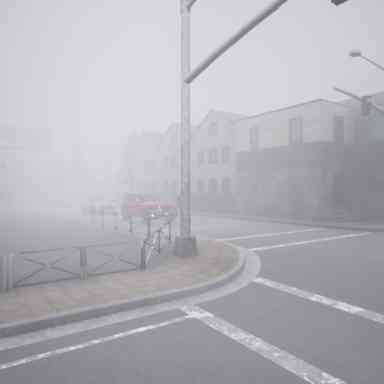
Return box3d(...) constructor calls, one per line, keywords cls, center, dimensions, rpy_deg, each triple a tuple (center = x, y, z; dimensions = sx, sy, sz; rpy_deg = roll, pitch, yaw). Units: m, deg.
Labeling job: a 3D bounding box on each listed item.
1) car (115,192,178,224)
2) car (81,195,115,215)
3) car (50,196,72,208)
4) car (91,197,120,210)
box3d(cls="car", center=(-3.202, 1.045, 23.663), dimensions=(2.150, 2.045, 5.566), rpy_deg=(0, 0, -35))
box3d(cls="car", center=(-8.946, 1.176, 31.801), dimensions=(2.097, 1.767, 4.553), rpy_deg=(0, 0, -35))
box3d(cls="car", center=(-17.306, 1.335, 43.737), dimensions=(1.837, 1.490, 4.892), rpy_deg=(0, 0, -35))
box3d(cls="car", center=(-10.536, 1.328, 40.416), dimensions=(1.837, 1.490, 4.892), rpy_deg=(0, 0, -35))
